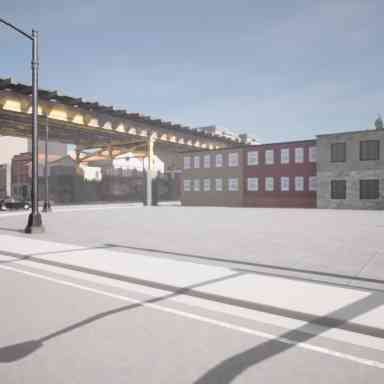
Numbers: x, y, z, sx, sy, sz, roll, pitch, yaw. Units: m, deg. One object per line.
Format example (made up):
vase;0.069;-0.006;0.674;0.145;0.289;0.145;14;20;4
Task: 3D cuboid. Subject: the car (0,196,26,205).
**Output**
car;-31.847;1.453;57.860;4.974;1.542;2.038;0;0;6

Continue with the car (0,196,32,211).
car;-21.707;1.491;39.867;2.128;1.511;4.902;0;0;24

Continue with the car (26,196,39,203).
car;-28.348;1.295;59.145;1.853;1.218;4.536;0;0;-24

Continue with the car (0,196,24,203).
car;-31.899;1.295;57.865;4.536;1.218;1.853;0;0;6
